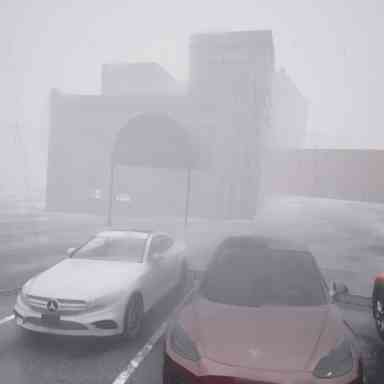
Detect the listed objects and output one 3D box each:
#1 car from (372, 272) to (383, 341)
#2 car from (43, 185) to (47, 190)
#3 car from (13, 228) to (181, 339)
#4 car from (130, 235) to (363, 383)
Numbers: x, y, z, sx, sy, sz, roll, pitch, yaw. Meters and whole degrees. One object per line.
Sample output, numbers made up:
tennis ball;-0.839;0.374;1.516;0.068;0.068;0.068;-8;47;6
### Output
car;3.528;1.348;3.444;2.185;1.767;4.553;0;-1;14
car;-20.998;-0.773;52.524;1.895;1.301;4.718;5;4;23
car;-1.352;1.504;6.773;2.002;1.452;4.674;1;-1;14
car;1.088;1.498;5.094;2.163;1.488;4.792;1;-1;14
